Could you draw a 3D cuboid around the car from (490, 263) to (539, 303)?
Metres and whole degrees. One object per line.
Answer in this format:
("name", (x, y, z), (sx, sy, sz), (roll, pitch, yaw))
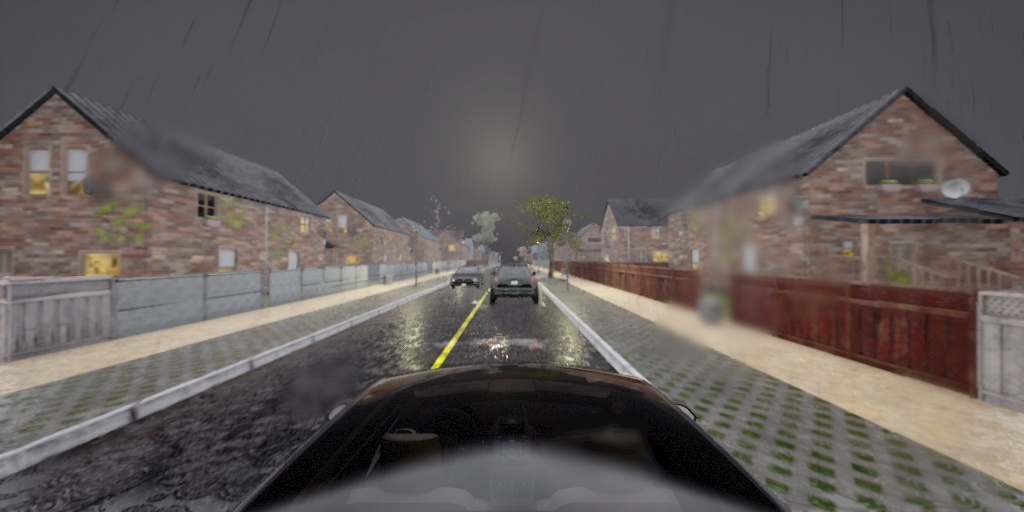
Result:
("car", (0.100, 1.131, 16.961), (2.097, 1.767, 4.553), (0, 0, 0))

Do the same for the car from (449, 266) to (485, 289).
("car", (-2.855, 1.354, 23.924), (2.033, 1.411, 5.357), (0, 0, 0))
